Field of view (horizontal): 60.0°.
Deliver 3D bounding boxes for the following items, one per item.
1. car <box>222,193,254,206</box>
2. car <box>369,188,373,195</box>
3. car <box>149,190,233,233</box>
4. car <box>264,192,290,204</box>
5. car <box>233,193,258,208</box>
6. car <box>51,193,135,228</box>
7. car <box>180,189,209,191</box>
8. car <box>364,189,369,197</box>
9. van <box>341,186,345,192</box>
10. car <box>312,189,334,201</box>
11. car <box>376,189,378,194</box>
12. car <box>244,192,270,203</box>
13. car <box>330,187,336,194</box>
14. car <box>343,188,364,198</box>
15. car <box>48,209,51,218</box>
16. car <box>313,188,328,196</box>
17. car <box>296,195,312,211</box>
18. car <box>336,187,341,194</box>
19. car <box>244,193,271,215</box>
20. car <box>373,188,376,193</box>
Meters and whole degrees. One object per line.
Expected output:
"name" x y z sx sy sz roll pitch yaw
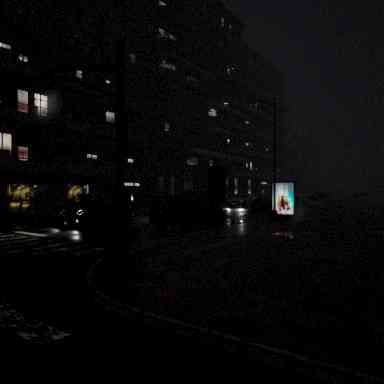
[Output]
"car" 5.706 0.829 40.656 2.008 1.369 4.403 2 2 35
"car" 34.902 0.096 67.688 1.887 1.381 4.507 1 2 35
"car" -0.135 1.026 17.726 2.192 1.841 5.009 1 2 35
"car" 11.369 0.731 44.170 1.994 1.385 4.181 0 1 36
"car" 5.639 0.881 36.051 1.812 1.442 4.674 0 1 35
"car" -5.640 1.075 19.992 2.097 1.767 4.553 0 1 35
"car" -0.104 0.764 27.879 2.150 2.045 5.566 0 1 36
"car" 31.717 0.098 63.143 1.967 1.590 4.097 1 2 35
"van" 37.553 -0.446 86.054 1.690 1.788 3.998 2 2 35
"car" 19.413 0.592 50.140 1.895 1.301 4.718 0 1 35
"car" 44.457 -0.220 81.312 2.008 1.369 4.403 1 2 35
"car" 8.890 0.754 45.196 1.802 1.307 4.206 2 2 35
"car" 31.183 -0.027 76.979 1.887 1.381 4.507 2 2 35
"car" 28.532 0.309 58.605 1.887 1.381 4.507 1 2 35
"car" -7.030 1.010 22.487 2.192 1.841 5.009 1 2 35
"car" 27.998 -0.024 72.435 1.967 1.590 4.097 2 2 35
"car" 9.419 0.965 31.357 1.947 1.339 4.313 1 2 35
"car" 34.368 -0.239 81.517 1.967 1.590 4.097 2 2 35
"car" 6.234 1.069 26.815 1.947 1.339 4.313 1 2 35
"car" 38.087 -0.011 72.230 1.887 1.381 4.507 1 2 35
